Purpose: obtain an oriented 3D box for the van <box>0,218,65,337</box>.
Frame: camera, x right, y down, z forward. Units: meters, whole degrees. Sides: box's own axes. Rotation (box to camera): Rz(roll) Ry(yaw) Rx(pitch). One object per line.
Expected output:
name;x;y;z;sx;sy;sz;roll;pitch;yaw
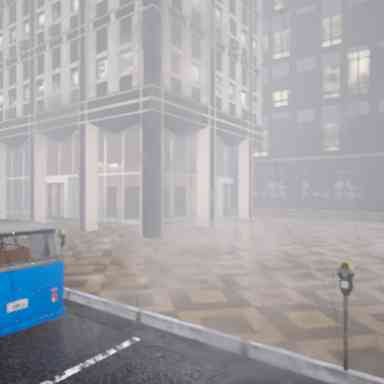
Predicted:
van;-3.894;1.311;5.644;3.998;1.788;1.690;0;0;35
